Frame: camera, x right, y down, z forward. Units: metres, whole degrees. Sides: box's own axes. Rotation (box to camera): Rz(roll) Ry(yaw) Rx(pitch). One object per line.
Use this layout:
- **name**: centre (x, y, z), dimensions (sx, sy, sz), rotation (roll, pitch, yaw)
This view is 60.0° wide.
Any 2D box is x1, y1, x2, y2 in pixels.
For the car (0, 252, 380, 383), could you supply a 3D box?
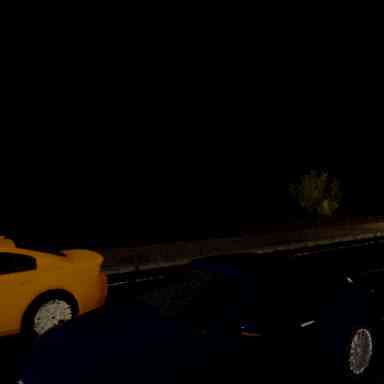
- **car**: centre (0.487, 1.545, 4.025), dimensions (4.674, 1.442, 1.812), rotation (1, 0, -35)

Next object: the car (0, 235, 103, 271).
- **car**: centre (-3.804, 1.475, 4.967), dimensions (5.008, 1.535, 1.882), rotation (1, 0, -35)
